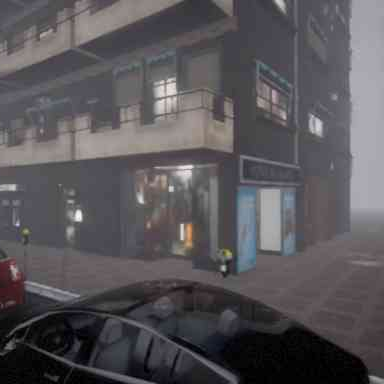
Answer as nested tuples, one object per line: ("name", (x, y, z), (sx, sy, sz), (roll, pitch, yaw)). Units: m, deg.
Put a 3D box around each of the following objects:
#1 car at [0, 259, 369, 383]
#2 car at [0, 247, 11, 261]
("car", (-0.612, 1.588, 3.306), (4.313, 1.339, 1.947), (-1, 0, 35))
("car", (-5.120, 1.514, 6.518), (4.097, 1.590, 1.967), (-1, 0, 35))
